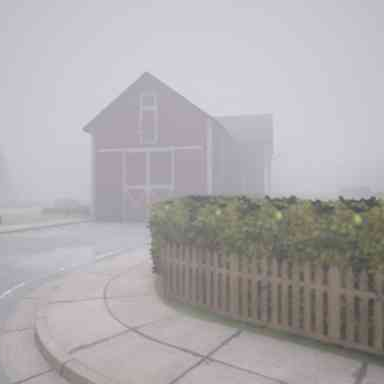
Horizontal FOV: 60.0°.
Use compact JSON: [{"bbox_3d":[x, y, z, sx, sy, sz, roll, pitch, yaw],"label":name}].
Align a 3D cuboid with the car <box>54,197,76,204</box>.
[{"bbox_3d":[-16.998,1.481,45.309,1.816,1.474,4.193,-6,-1,13],"label":"car"}]
